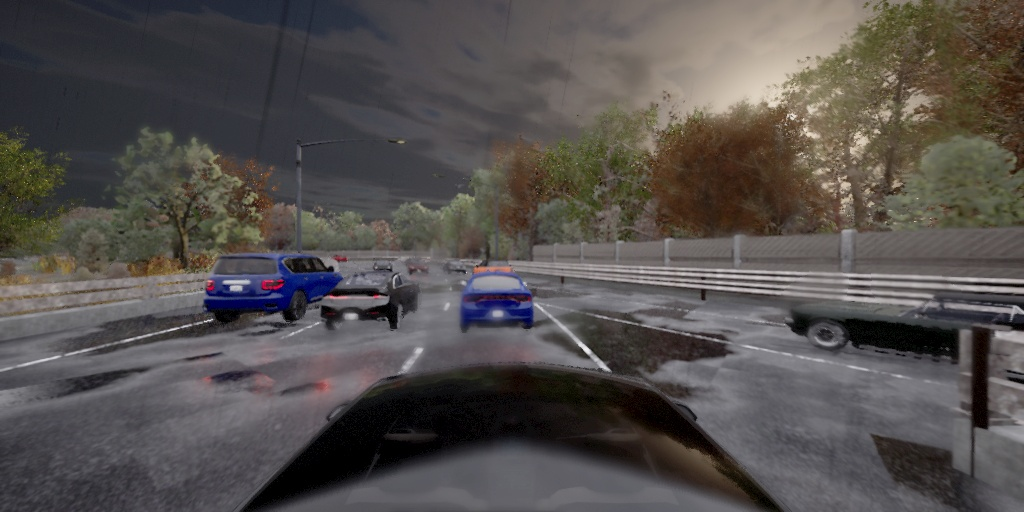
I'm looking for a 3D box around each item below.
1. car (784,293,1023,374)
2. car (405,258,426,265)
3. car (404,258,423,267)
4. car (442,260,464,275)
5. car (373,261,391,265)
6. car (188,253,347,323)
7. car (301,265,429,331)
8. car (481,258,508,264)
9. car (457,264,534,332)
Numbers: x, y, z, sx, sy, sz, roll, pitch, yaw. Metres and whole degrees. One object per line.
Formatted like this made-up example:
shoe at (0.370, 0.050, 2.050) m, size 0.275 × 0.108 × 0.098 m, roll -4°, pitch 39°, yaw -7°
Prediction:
car at (8.029, 1.323, 6.545) m, size 1.895 × 1.301 × 4.718 m, roll 0°, pitch 0°, yaw -33°
car at (-10.074, 1.208, 38.126) m, size 1.895 × 1.301 × 4.718 m, roll 0°, pitch 0°, yaw -20°
car at (-16.314, 1.031, 59.227) m, size 1.837 × 1.490 × 4.892 m, roll 0°, pitch 1°, yaw -31°
car at (-6.063, 1.154, 37.357) m, size 2.033 × 1.411 × 5.357 m, roll 0°, pitch 0°, yaw -19°
car at (-14.005, 1.209, 38.728) m, size 1.895 × 1.301 × 4.718 m, roll 0°, pitch 0°, yaw -20°
car at (-7.616, 0.935, 12.197) m, size 2.150 × 2.045 × 5.566 m, roll 0°, pitch 0°, yaw -6°
car at (-4.012, 1.207, 10.885) m, size 2.128 × 1.511 × 4.902 m, roll 0°, pitch 0°, yaw -5°
car at (-1.395, 1.004, 25.135) m, size 2.097 × 1.767 × 4.553 m, roll 0°, pitch 0°, yaw -18°
car at (-0.530, 1.190, 10.852) m, size 1.882 × 1.535 × 5.008 m, roll 0°, pitch 0°, yaw -5°
